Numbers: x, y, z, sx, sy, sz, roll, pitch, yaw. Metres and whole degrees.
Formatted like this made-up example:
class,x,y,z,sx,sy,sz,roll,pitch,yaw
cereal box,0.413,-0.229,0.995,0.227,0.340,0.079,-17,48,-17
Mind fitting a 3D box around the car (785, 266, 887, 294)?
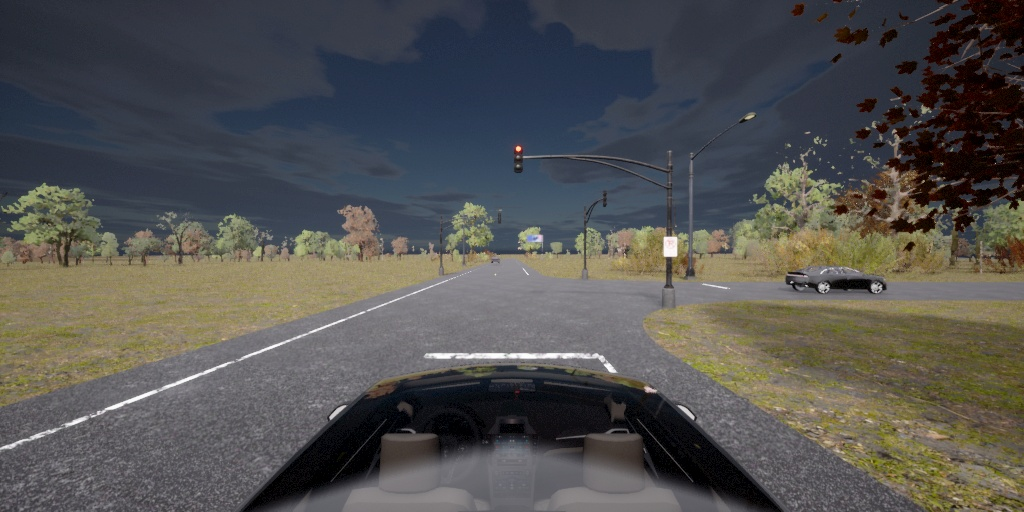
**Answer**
class,x,y,z,sx,sy,sz,roll,pitch,yaw
car,18.329,1.309,20.360,4.902,1.511,2.128,0,1,0
